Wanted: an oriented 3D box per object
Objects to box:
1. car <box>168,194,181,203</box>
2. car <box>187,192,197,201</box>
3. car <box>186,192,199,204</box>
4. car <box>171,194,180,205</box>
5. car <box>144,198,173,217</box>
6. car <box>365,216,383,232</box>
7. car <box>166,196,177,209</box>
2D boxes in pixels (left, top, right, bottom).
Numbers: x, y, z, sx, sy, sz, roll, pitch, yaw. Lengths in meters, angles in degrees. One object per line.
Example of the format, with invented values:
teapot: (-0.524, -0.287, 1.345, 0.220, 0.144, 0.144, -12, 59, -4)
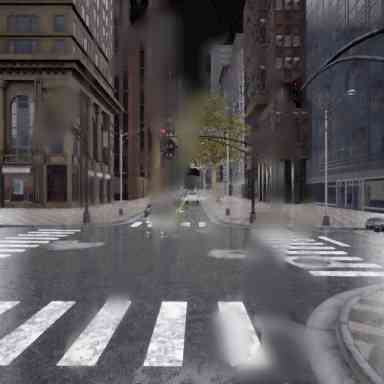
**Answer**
car: (-3.092, 1.192, 59.785, 2.128, 1.511, 4.902, 0, 1, 1)
car: (-0.024, 0.938, 70.824, 2.097, 1.767, 4.553, 0, 1, 0)
car: (0.057, 0.934, 58.393, 2.150, 2.045, 5.566, 0, 0, 0)
car: (-3.130, 1.393, 49.389, 1.895, 1.301, 4.718, 0, 0, 0)
car: (-3.120, 1.490, 30.260, 1.994, 1.385, 4.181, 0, 0, 0)
car: (11.915, 1.632, 18.310, 4.403, 1.369, 2.008, 0, 0, 0)
car: (-3.126, 1.470, 39.052, 1.895, 1.301, 4.718, 0, 0, 0)
